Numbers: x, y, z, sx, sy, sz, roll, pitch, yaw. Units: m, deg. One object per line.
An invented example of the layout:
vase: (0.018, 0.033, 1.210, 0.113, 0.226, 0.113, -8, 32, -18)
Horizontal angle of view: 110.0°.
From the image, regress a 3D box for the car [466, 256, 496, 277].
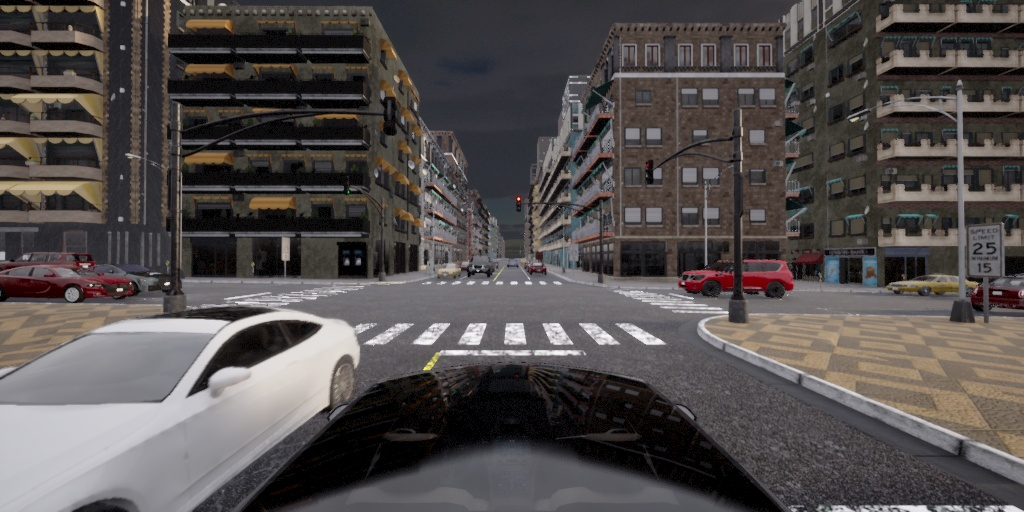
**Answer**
car: (-3.067, 0.977, 35.221, 2.150, 2.045, 5.566, 0, 0, 0)

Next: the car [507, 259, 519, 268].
car: (0.153, 1.326, 62.555, 1.994, 1.385, 4.181, 0, 0, 0)

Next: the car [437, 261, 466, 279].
car: (-5.659, 1.280, 32.645, 1.751, 1.417, 4.829, 0, 0, 0)

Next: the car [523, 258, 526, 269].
car: (2.733, 1.197, 43.840, 1.967, 1.591, 4.097, 0, 0, 0)

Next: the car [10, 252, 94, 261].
car: (-28.626, 0.685, 21.989, 5.009, 1.841, 2.192, 0, 0, 0)

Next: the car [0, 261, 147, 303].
car: (-17.251, 1.011, 13.684, 4.507, 1.381, 1.888, 0, 0, 0)

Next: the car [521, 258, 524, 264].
car: (2.743, 1.342, 54.886, 1.802, 1.307, 4.207, 0, 0, 0)

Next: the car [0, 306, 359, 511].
car: (-3.080, 1.276, 3.349, 1.812, 1.442, 4.674, 0, 0, 1)

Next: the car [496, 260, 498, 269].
car: (-3.056, 1.262, 45.260, 1.837, 1.490, 4.892, 0, 0, 0)

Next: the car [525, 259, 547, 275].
car: (2.727, 1.301, 38.316, 1.888, 1.381, 4.507, 0, 0, 0)

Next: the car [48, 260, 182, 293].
car: (-17.663, 1.048, 16.274, 4.181, 1.385, 1.994, 1, -1, -1)

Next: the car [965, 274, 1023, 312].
car: (20.847, 1.499, 13.968, 4.097, 1.591, 1.967, 0, 0, 0)

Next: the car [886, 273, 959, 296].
car: (26.266, 1.753, 22.318, 4.829, 1.417, 1.751, 0, 0, 0)

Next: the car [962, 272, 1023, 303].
car: (28.619, 1.726, 19.786, 4.902, 1.511, 2.128, 1, -1, -1)

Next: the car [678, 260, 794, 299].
car: (12.241, 1.203, 19.743, 5.566, 2.045, 2.150, 1, 0, 2)
